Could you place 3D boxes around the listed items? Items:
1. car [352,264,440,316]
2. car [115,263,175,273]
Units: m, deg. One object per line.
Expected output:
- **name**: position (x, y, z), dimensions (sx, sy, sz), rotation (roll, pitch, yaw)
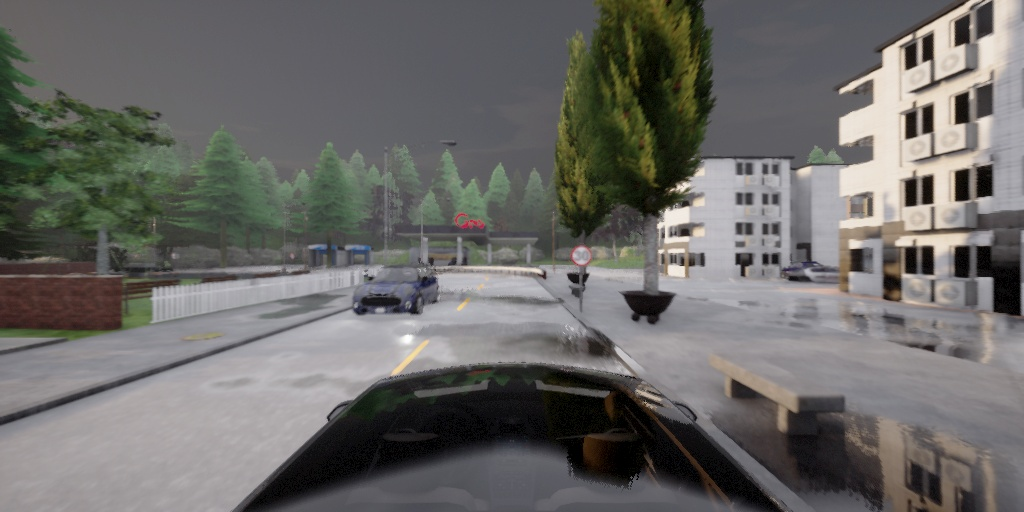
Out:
- **car**: position (-4.102, 1.113, 13.400), dimensions (2.097, 1.767, 4.553), rotation (0, 0, 0)
- **car**: position (-38.517, 1.405, 37.775), dimensions (4.718, 1.301, 1.895), rotation (0, 0, 0)
